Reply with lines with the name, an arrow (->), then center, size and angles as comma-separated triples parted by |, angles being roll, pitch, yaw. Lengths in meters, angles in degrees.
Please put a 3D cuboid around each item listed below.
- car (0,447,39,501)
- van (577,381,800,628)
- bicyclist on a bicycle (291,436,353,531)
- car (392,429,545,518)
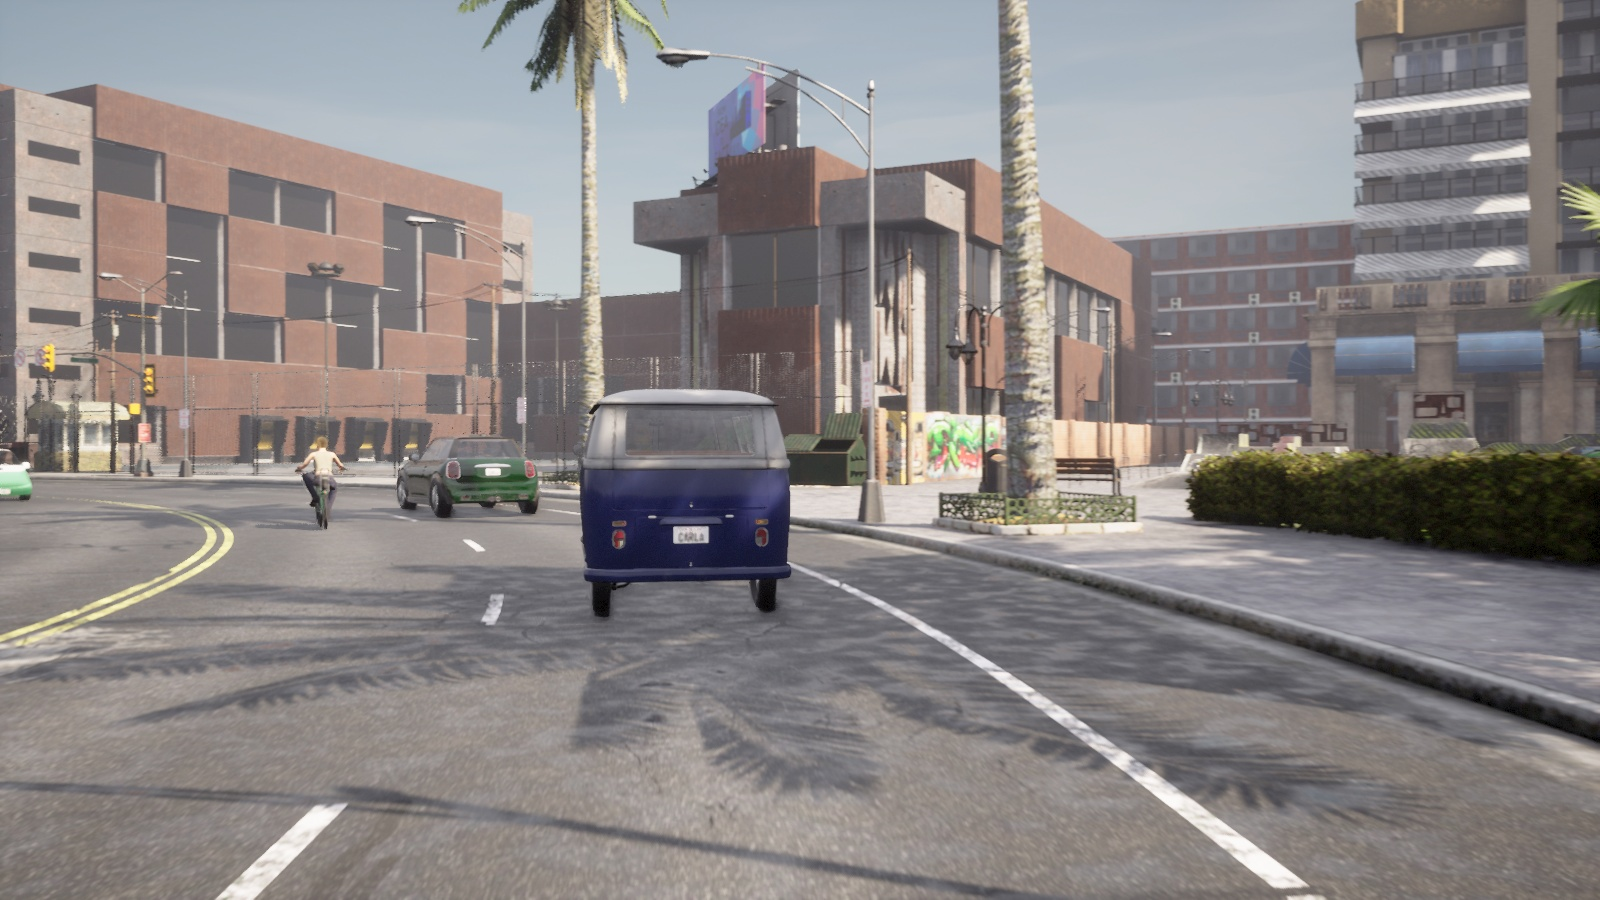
car -> -21.117, 0.615, 32.798 | 2.207, 1.376, 1.481 | 0, 0, 40
van -> -1.288, 0.429, 12.467 | 1.775, 1.987, 4.442 | 0, 0, -11
bicyclist on a bicycle -> -8.471, 0.557, 22.243 | 0.866, 1.612, 1.509 | -1, 1, -26
car -> -7.310, 0.450, 27.336 | 2.097, 1.767, 4.553 | 0, 0, -30
